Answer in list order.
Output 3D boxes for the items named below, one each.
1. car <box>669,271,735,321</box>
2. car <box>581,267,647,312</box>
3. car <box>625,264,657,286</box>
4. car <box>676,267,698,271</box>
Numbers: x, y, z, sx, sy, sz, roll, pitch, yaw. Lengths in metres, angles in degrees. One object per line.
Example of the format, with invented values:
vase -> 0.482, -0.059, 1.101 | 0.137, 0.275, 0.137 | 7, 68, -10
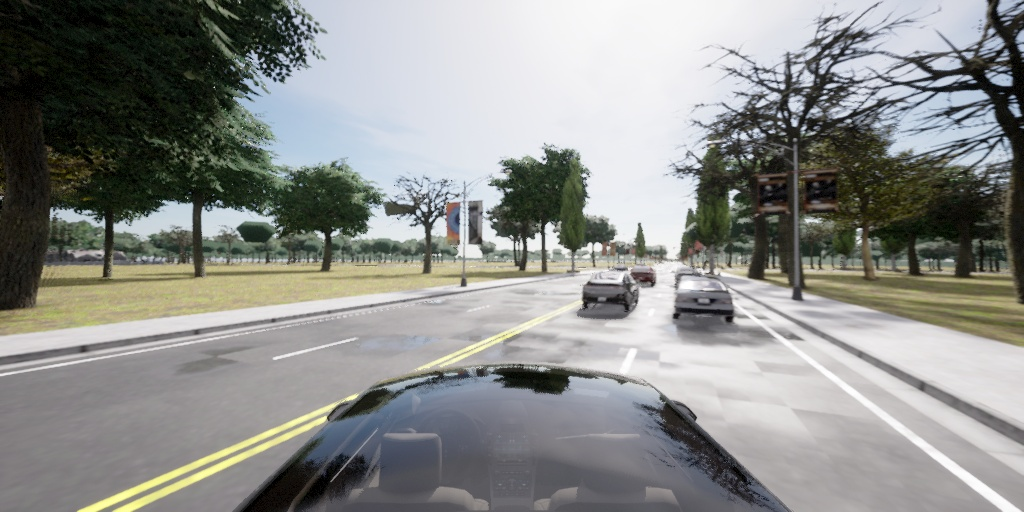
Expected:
car -> 6.870, 1.431, 13.168 | 2.033, 1.411, 5.357 | 0, -1, 25
car -> 4.330, 1.405, 15.412 | 2.128, 1.511, 4.902 | 0, -1, 25
car -> 10.868, 1.578, 29.727 | 1.882, 1.535, 5.008 | 0, -1, 25
car -> 13.513, 1.580, 27.710 | 1.837, 1.490, 4.892 | 0, 0, 25
